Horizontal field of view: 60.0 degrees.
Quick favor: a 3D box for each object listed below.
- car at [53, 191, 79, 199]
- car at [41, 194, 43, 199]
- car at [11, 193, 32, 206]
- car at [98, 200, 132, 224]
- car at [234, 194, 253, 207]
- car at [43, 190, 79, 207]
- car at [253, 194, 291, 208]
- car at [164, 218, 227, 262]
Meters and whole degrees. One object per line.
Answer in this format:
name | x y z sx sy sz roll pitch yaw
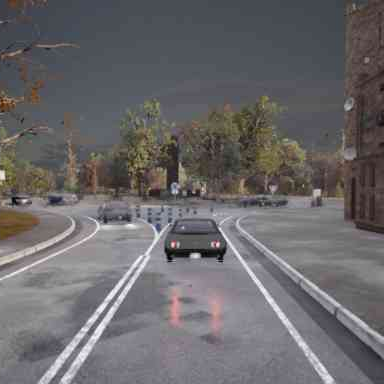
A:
car | -22.927 0.595 60.819 1.895 1.301 4.718 0 1 16
car | -25.964 0.459 61.884 2.128 1.511 4.902 0 2 15
car | -21.979 0.939 42.739 2.128 1.511 4.902 -1 2 -36
car | -5.627 1.367 23.984 1.837 1.490 4.892 0 1 -23
car | 7.277 1.015 41.056 4.674 1.442 1.812 -1 2 -35
car | -16.154 0.829 41.548 4.553 1.767 2.097 1 2 40
car | 9.620 1.056 38.585 4.892 1.490 1.837 -1 2 -44
car | 0.100 1.578 12.048 1.895 1.301 4.718 0 0 0
